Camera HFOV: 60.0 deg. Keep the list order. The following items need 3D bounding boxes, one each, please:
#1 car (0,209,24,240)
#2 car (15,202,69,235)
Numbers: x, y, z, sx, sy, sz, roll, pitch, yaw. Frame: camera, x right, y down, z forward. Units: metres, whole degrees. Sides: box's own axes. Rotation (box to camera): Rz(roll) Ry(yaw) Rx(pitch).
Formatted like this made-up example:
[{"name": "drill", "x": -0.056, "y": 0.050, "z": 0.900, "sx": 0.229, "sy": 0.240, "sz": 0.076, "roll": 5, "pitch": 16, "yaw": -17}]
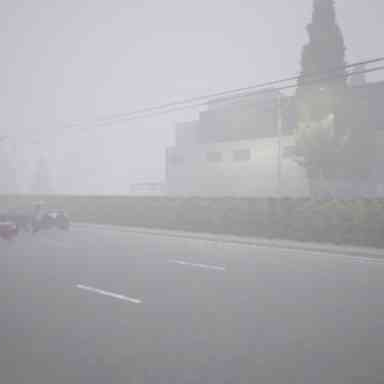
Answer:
[{"name": "car", "x": -10.105, "y": 1.585, "z": 15.490, "sx": 4.718, "sy": 1.301, "sz": 1.895, "roll": 0, "pitch": 0, "yaw": 36}, {"name": "car", "x": -9.141, "y": 1.335, "z": 19.101, "sx": 4.553, "sy": 1.767, "sz": 2.097, "roll": 0, "pitch": 0, "yaw": 36}]
